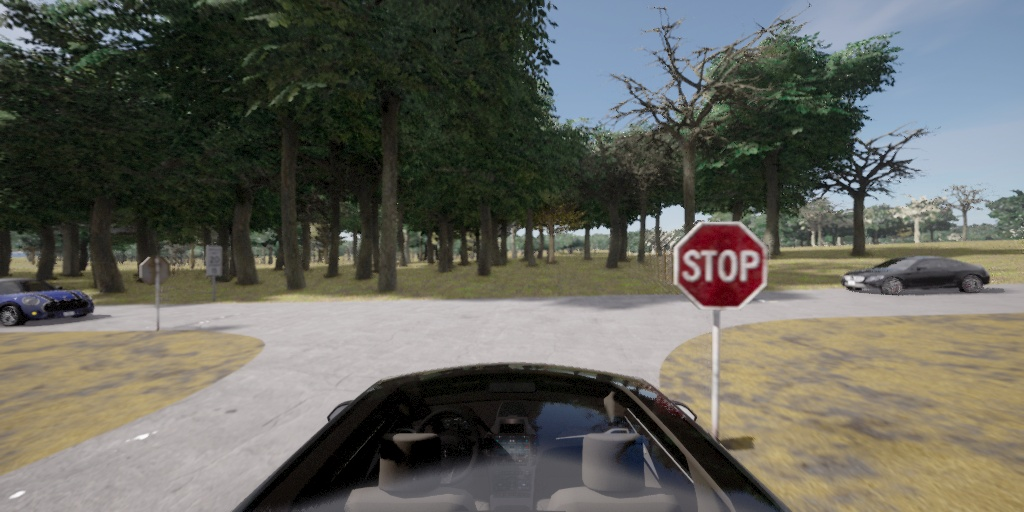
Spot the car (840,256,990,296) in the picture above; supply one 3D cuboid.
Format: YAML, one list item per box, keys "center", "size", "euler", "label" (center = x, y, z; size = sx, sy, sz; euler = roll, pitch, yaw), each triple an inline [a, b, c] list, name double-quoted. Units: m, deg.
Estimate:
- center: [16.244, 0.756, 14.570]
  size: [4.674, 1.442, 1.812]
  euler: [-2, 0, 3]
  label: "car"

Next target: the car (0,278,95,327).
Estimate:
- center: [-19.001, 1.642, 13.706]
  size: [4.553, 1.767, 2.097]
  euler: [-1, 0, 3]
  label: "car"
